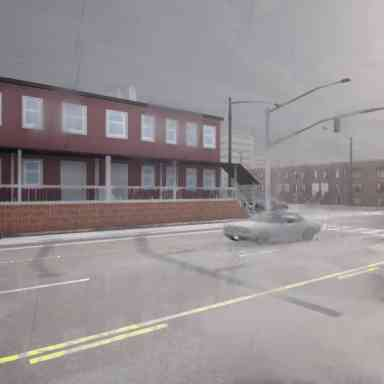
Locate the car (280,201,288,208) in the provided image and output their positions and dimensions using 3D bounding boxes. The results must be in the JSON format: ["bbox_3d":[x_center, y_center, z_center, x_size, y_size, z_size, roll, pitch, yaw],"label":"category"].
[{"bbox_3d":[9.185,1.319,39.487,2.097,1.767,4.553,0,0,-36],"label":"car"}]

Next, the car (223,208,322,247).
[{"bbox_3d":[3.693,1.589,15.114,4.718,1.301,1.895,0,0,-34],"label":"car"}]

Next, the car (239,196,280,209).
[{"bbox_3d":[6.827,1.456,36.770,2.128,1.511,4.902,0,0,-36],"label":"car"}]
